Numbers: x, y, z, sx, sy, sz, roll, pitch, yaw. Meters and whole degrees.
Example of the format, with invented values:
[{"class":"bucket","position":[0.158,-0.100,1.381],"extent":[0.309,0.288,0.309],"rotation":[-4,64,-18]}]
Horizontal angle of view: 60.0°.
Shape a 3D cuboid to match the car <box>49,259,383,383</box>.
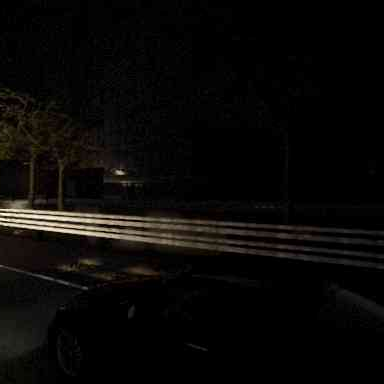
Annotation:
[{"class":"car","position":[0.328,1.528,3.757],"extent":[4.674,1.442,1.812],"rotation":[0,0,35]}]
